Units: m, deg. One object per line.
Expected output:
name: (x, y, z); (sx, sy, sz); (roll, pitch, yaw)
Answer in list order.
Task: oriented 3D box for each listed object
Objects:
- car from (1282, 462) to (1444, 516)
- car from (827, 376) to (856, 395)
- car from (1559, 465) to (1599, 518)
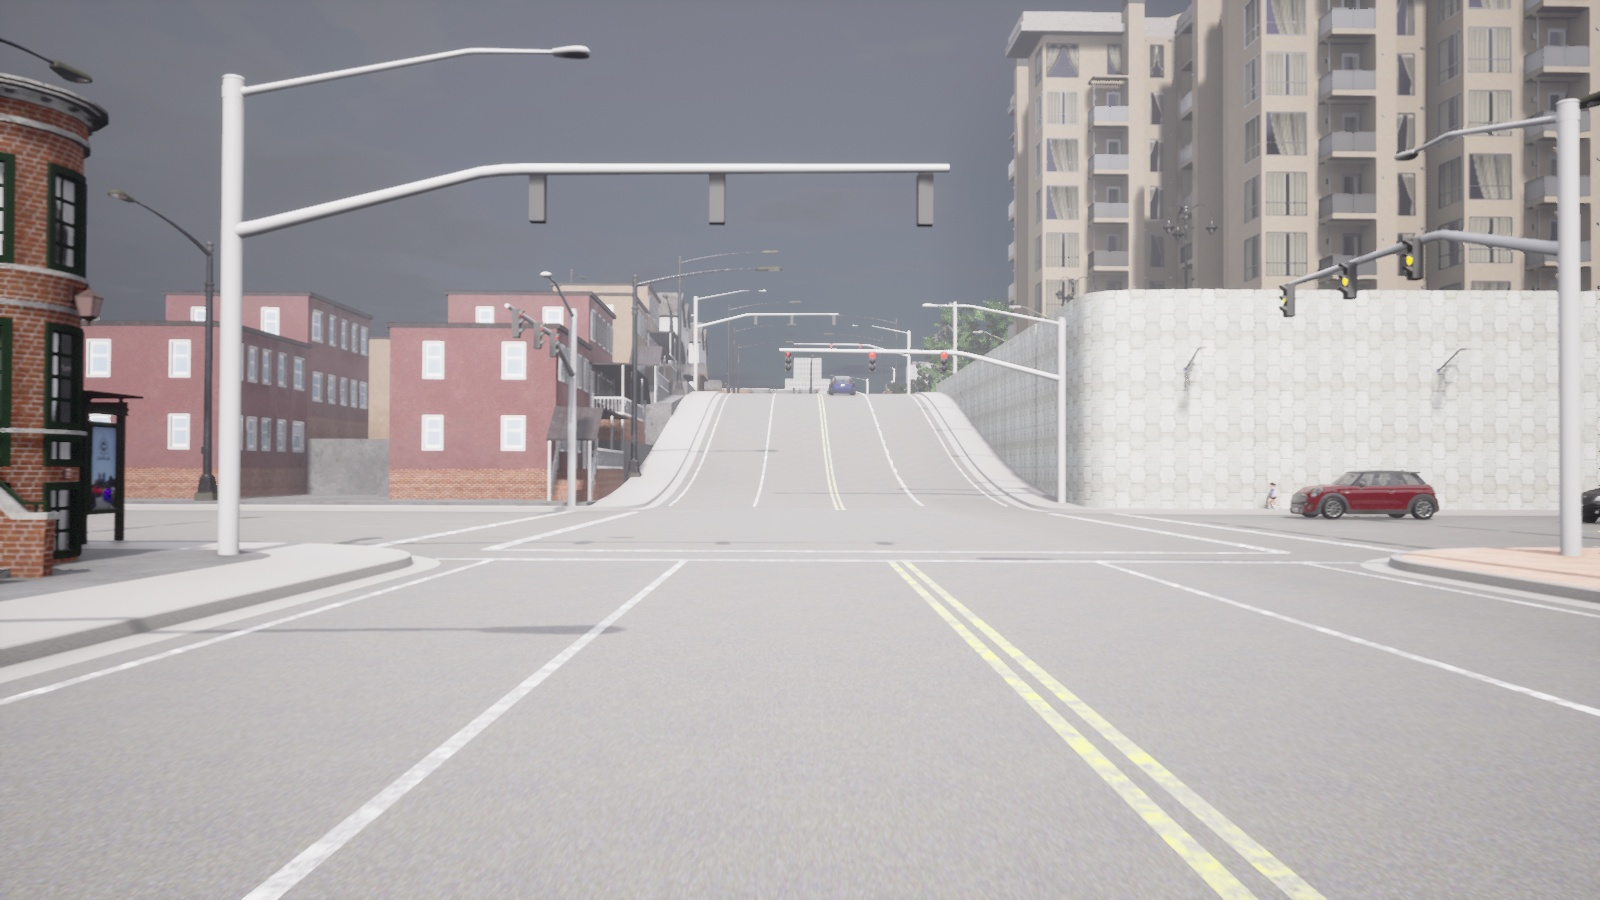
car: (19.160, 1.315, 42.895); (4.553, 1.767, 2.097); (0, -1, 0)
car: (3.233, -5.066, 98.460); (2.163, 1.488, 4.792); (0, 3, 0)
car: (26.370, 1.267, 39.390); (3.988, 1.617, 1.851); (0, -1, 0)
